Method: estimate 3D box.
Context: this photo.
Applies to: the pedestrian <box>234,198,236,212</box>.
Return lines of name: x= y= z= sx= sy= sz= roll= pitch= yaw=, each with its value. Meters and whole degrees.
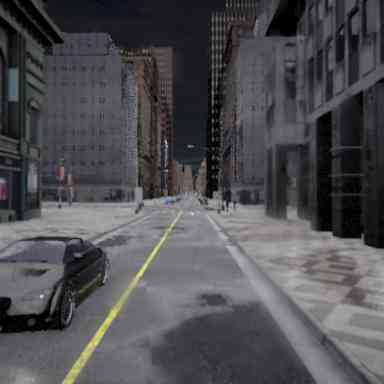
pedestrian: x=5.663 y=1.639 z=43.883 sx=0.375 sy=1.860 sz=0.375 roll=0 pitch=-1 yaw=0

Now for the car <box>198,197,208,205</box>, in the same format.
car: x=2.942 y=2.348 z=80.763 sx=1.947 sy=1.339 sz=4.313 roll=0 pitch=0 yaw=0

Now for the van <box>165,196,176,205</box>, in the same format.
van: x=-5.582 y=2.124 z=80.826 sx=1.690 sy=1.788 sz=3.998 roll=0 pitch=0 yaw=0

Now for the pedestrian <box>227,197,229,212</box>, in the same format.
pedestrian: x=4.662 y=1.606 z=43.284 sx=0.375 sy=1.860 sz=0.375 roll=0 pitch=-1 yaw=0

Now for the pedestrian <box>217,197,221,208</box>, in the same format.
pedestrian: x=3.663 y=1.603 z=44.485 sx=0.375 sy=1.860 sz=0.375 roll=0 pitch=-1 yaw=0

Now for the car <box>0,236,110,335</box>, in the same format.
car: x=-3.097 y=1.642 z=6.921 sx=1.994 sy=1.385 sz=4.181 roll=0 pitch=-1 yaw=0
